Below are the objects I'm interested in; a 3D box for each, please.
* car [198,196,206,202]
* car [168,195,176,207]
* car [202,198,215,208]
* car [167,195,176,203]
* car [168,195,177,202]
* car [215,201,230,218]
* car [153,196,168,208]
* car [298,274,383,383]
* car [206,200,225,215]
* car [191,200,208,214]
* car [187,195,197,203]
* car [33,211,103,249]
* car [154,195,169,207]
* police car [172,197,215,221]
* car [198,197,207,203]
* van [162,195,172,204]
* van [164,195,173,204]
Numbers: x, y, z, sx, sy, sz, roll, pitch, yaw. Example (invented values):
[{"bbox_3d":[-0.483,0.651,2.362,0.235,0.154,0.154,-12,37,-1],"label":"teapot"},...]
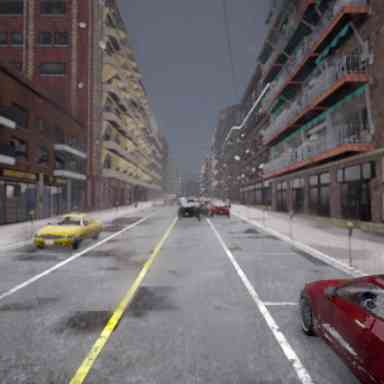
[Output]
[{"bbox_3d":[2.583,1.864,86.784,1.967,1.590,4.097,1,0,0],"label":"car"},{"bbox_3d":[-2.817,1.762,57.225,1.812,1.442,4.674,0,0,0],"label":"car"},{"bbox_3d":[2.578,1.762,53.598,1.887,1.381,4.507,1,0,0],"label":"car"},{"bbox_3d":[-5.301,1.740,86.844,2.192,1.841,5.009,1,0,0],"label":"car"},{"bbox_3d":[-5.302,1.779,92.374,2.192,1.841,5.009,1,0,0],"label":"car"},{"bbox_3d":[2.581,1.653,31.476,1.887,1.381,4.507,1,0,0],"label":"car"},{"bbox_3d":[-5.302,1.742,53.491,1.752,1.417,4.829,2,0,0],"label":"car"},{"bbox_3d":[2.584,1.593,3.827,1.802,1.307,4.206,1,0,0],"label":"car"},{"bbox_3d":[2.580,1.658,37.178,1.752,1.417,4.829,1,0,0],"label":"car"},{"bbox_3d":[0.820,1.664,38.144,1.812,1.442,4.674,0,0,0],"label":"car"},{"bbox_3d":[-0.009,1.596,78.836,2.097,1.767,4.553,0,0,0],"label":"car"},{"bbox_3d":[-5.296,1.570,14.784,1.752,1.417,4.829,2,0,0],"label":"car"},{"bbox_3d":[-5.297,1.563,59.193,2.192,1.841,5.009,2,0,0],"label":"car"},{"bbox_3d":[0.272,1.521,28.526,1.930,1.638,5.238,0,0,15],"label":"police car"},{"bbox_3d":[2.574,1.929,81.252,1.887,1.381,4.507,1,0,0],"label":"car"},{"bbox_3d":[-5.299,1.653,70.252,1.690,1.788,3.998,2,0,0],"label":"van"},{"bbox_3d":[-5.301,1.689,75.784,1.690,1.788,3.998,1,0,0],"label":"van"}]
